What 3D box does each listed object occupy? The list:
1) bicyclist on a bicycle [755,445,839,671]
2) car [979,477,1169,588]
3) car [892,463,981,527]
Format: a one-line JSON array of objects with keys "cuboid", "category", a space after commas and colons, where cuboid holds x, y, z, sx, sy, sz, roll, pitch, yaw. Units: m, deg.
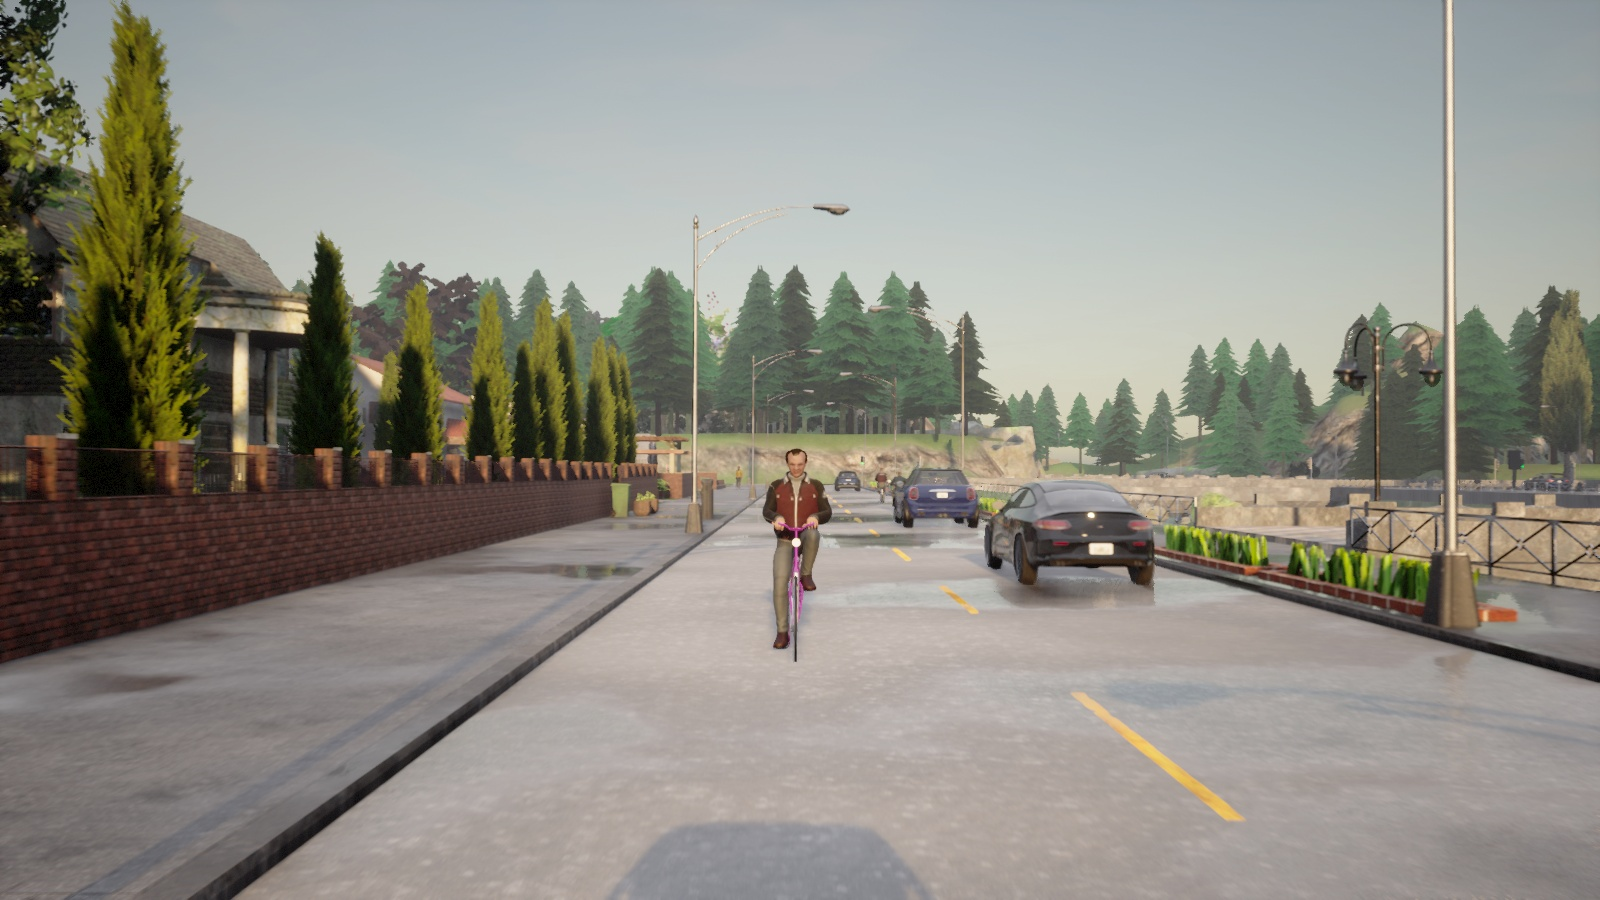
[{"cuboid": [-0.026, 0.866, 10.783, 0.659, 1.776, 1.843, 0, -1, 0], "category": "bicyclist on a bicycle"}, {"cuboid": [3.955, 1.142, 18.932, 1.812, 1.442, 4.674, 0, -1, 0], "category": "car"}, {"cuboid": [3.911, 1.272, 36.728, 2.097, 1.767, 4.553, 0, -1, 0], "category": "car"}]
